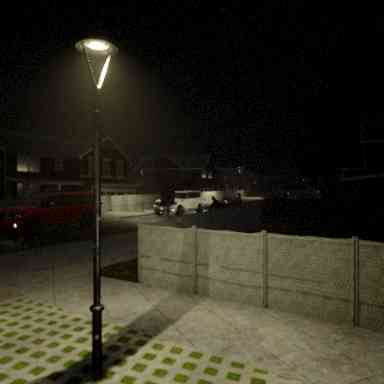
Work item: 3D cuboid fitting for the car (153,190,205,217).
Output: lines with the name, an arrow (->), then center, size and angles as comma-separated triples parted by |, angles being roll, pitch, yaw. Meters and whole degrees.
car -> -0.957, 0.901, 28.167 | 2.150, 2.045, 5.566 | 0, 1, 31

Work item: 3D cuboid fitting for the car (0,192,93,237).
car -> -7.433, 1.052, 17.659 | 2.150, 2.045, 5.566 | 0, 1, 32

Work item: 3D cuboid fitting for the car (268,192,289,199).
car -> 11.942, 0.900, 46.782 | 1.837, 1.490, 4.892 | 0, 1, 23

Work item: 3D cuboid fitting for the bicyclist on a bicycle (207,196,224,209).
bicyclist on a bicycle -> 1.466, 1.073, 20.790 | 1.656, 1.620, 0.582 | 0, 1, 32

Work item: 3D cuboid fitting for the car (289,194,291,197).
car -> 16.153, 0.708, 57.905 | 2.128, 1.511, 4.902 | 0, 1, 19

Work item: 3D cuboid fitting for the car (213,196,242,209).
car -> 3.956, 1.151, 36.803 | 1.895, 1.301, 4.718 | 0, 1, 28
